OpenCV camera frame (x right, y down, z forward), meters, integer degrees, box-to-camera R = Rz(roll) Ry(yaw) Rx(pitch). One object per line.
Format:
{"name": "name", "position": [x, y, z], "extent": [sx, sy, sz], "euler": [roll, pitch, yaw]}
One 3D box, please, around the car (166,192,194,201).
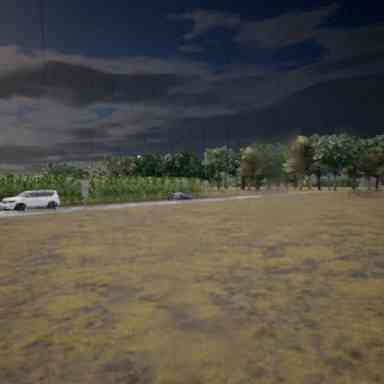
{"name": "car", "position": [-1.856, 0.748, 54.004], "extent": [2.033, 1.411, 5.357], "euler": [0, 1, 36]}

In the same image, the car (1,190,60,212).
{"name": "car", "position": [-16.224, 0.882, 33.747], "extent": [2.150, 2.045, 5.566], "euler": [0, 1, 35]}
